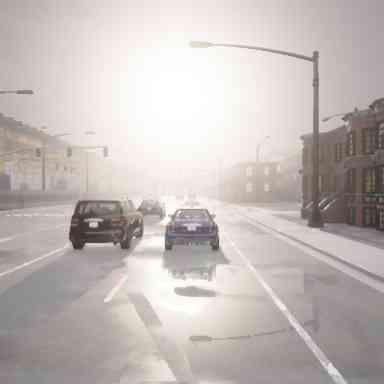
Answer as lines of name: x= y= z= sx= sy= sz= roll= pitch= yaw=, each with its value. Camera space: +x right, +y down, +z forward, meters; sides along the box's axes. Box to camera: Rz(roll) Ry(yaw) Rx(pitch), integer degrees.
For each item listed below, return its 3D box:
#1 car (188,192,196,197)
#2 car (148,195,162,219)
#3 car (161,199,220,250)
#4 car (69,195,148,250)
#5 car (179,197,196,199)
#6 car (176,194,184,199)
car: x=0.000 y=1.153 z=94.912 sx=2.150 sy=2.045 sz=5.566 roll=0 pitch=0 yaw=0
car: x=-3.500 y=1.364 z=29.456 sx=2.097 sy=1.767 sz=4.553 roll=0 pitch=0 yaw=0
car: x=0.000 y=1.364 z=14.456 sx=2.097 sy=1.767 sz=4.553 roll=0 pitch=0 yaw=0
car: x=-3.500 y=1.256 z=14.516 sx=2.150 sy=2.045 sz=5.566 roll=0 pitch=0 yaw=0
car: x=0.000 y=1.483 z=29.486 sx=1.882 sy=1.535 sz=5.008 roll=0 pitch=0 yaw=0
car: x=-3.500 y=1.406 z=94.879 sx=1.882 sy=1.535 sz=5.008 roll=0 pitch=0 yaw=0
